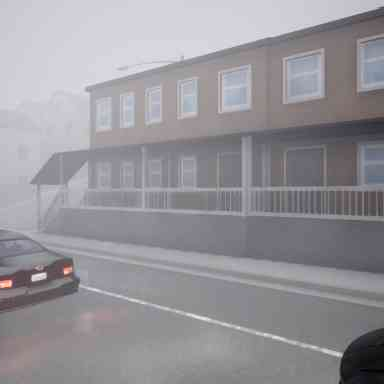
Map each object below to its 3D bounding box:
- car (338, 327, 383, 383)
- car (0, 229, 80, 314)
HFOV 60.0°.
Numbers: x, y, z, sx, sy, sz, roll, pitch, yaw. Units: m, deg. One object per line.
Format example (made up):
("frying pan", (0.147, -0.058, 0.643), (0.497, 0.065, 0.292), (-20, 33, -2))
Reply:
("car", (3.387, 1.478, 1.573), (5.008, 1.535, 1.882), (0, 0, 35))
("car", (-4.737, 1.547, 7.343), (5.357, 1.411, 2.033), (0, 0, 36))
